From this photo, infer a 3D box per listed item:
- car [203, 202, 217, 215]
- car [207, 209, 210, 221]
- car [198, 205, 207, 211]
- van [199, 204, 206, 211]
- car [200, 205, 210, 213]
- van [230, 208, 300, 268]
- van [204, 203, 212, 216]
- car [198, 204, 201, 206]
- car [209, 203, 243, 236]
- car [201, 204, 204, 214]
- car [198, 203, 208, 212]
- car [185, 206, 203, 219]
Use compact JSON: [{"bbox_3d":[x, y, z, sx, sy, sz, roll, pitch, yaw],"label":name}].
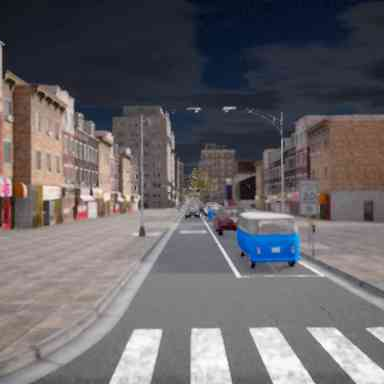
[{"bbox_3d":[3.021,2.858,57.786,2.150,2.045,5.566,-1,-2,0],"label":"car"},{"bbox_3d":[2.636,2.285,28.109,2.008,1.369,4.403,-2,-2,0],"label":"car"},{"bbox_3d":[2.687,4.144,85.968,2.008,1.369,4.403,-2,-2,0],"label":"car"},{"bbox_3d":[2.682,4.053,89.294,1.690,1.788,3.998,-2,-2,0],"label":"van"},{"bbox_3d":[2.672,3.596,70.412,1.887,1.381,4.507,-2,-2,0],"label":"car"},{"bbox_3d":[2.617,1.640,12.250,1.690,1.788,3.998,-2,-2,0],"label":"van"},{"bbox_3d":[2.639,2.383,38.692,1.690,1.788,3.998,-2,-2,0],"label":"van"},{"bbox_3d":[0.038,2.986,52.596,2.128,1.511,4.902,-1,-2,0],"label":"car"},{"bbox_3d":[2.624,1.899,22.829,2.192,1.841,5.009,-2,-2,0],"label":"car"},{"bbox_3d":[3.015,2.636,50.786,2.150,2.045,5.566,-1,-2,0],"label":"car"},{"bbox_3d":[2.673,3.732,80.994,2.192,1.841,5.009,-2,-2,0],"label":"car"},{"bbox_3d":[0.087,2.808,43.326,1.895,1.301,4.718,-1,-2,0],"label":"car"}]
